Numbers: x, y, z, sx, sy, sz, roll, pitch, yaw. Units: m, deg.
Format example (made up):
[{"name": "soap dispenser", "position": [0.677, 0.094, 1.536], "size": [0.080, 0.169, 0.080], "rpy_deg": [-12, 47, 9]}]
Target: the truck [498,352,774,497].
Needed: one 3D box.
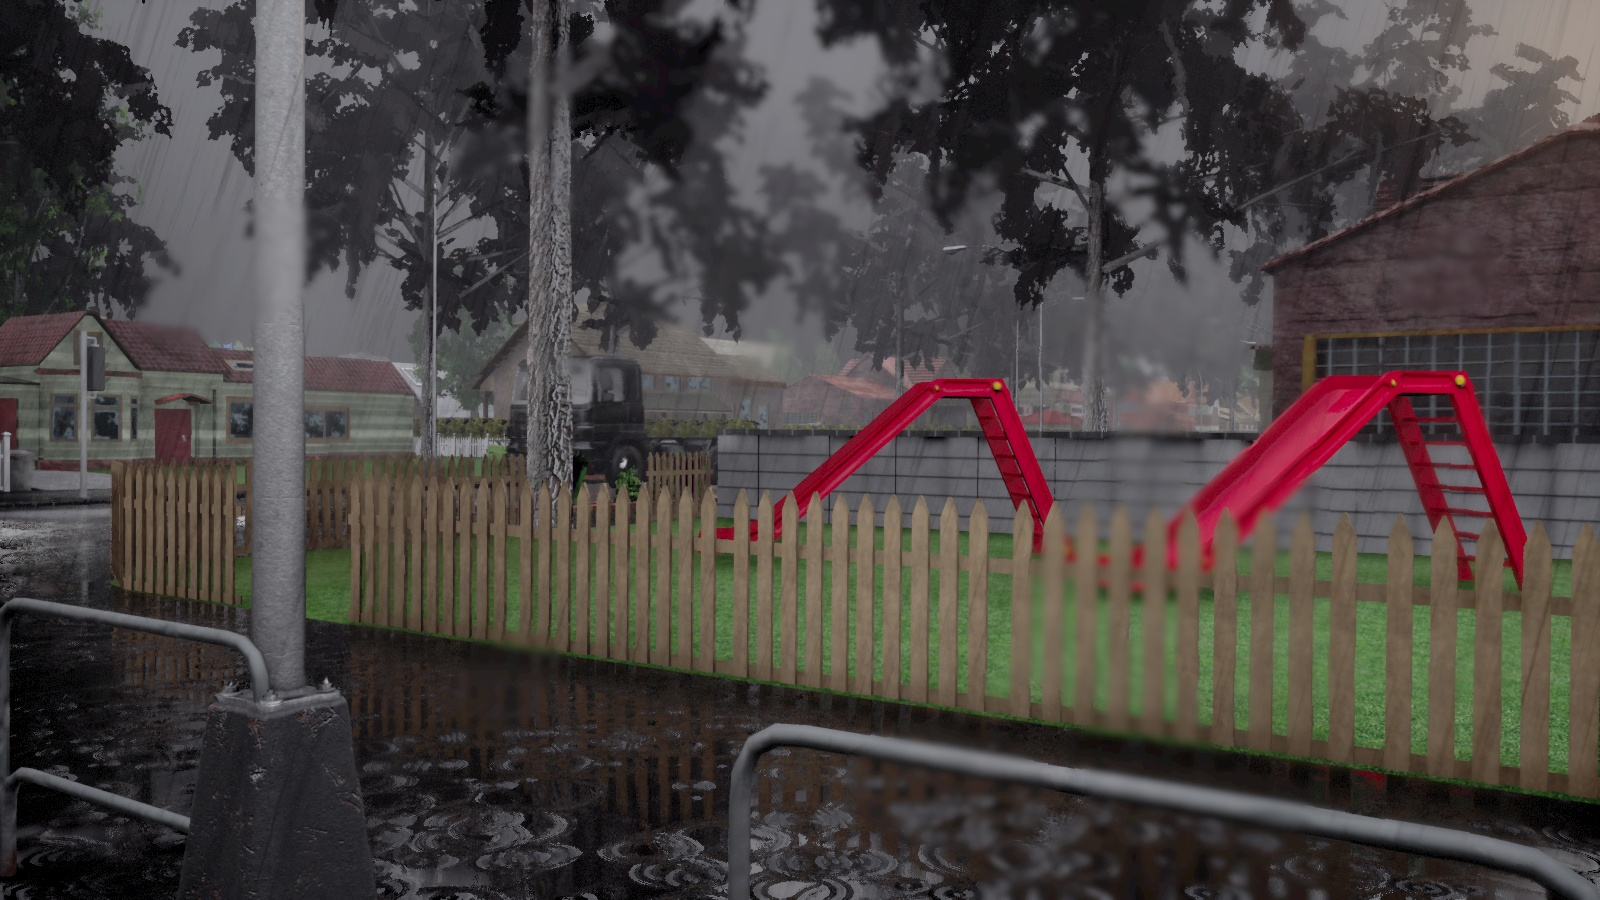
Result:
[{"name": "truck", "position": [-4.161, -0.678, 34.055], "size": [2.891, 3.462, 7.936], "rpy_deg": [0, 1, 34]}]
